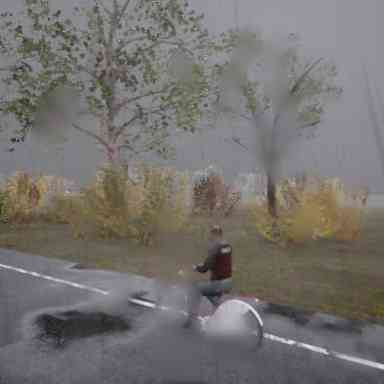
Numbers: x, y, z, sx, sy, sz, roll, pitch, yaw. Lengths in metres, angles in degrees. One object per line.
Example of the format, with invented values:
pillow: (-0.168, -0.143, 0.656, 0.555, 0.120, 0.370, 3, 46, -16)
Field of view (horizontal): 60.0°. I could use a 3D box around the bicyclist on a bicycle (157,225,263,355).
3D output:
bicyclist on a bicycle: (0.172, 1.368, 4.934, 1.843, 1.776, 0.659, 0, 0, 35)
